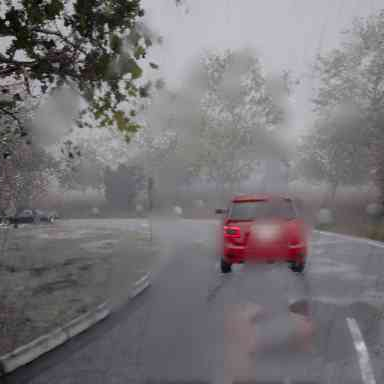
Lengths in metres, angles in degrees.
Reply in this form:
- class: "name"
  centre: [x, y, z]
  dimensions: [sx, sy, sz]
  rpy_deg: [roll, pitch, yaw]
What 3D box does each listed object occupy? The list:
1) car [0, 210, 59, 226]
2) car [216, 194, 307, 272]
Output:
- class: "car"
  centre: [-14.455, 2.253, 29.421]
  dimensions: [4.718, 1.301, 1.895]
  rpy_deg: [-2, 0, 8]
- class: "car"
  centre: [1.935, 1.086, 10.434]
  dimensions: [2.150, 2.045, 5.566]
  rpy_deg: [-2, 0, 4]
